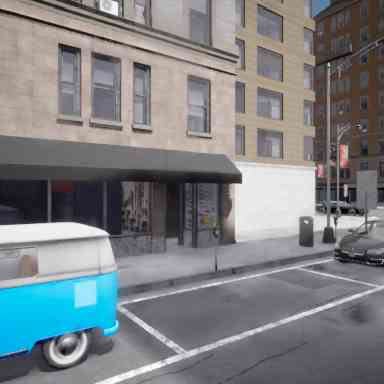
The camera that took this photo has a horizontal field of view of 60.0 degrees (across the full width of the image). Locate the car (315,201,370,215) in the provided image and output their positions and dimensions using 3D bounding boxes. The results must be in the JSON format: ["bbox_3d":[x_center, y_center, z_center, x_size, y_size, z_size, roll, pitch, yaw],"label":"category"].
[{"bbox_3d":[13.847,1.522,30.936,1.895,1.301,4.718,0,0,-35],"label":"car"}]

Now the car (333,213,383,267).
[{"bbox_3d":[6.300,1.550,10.674,4.403,1.369,2.008,0,0,-35],"label":"car"}]

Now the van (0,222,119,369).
[{"bbox_3d":[-2.923,1.341,4.105,3.998,1.788,1.690,0,0,-35],"label":"van"}]
